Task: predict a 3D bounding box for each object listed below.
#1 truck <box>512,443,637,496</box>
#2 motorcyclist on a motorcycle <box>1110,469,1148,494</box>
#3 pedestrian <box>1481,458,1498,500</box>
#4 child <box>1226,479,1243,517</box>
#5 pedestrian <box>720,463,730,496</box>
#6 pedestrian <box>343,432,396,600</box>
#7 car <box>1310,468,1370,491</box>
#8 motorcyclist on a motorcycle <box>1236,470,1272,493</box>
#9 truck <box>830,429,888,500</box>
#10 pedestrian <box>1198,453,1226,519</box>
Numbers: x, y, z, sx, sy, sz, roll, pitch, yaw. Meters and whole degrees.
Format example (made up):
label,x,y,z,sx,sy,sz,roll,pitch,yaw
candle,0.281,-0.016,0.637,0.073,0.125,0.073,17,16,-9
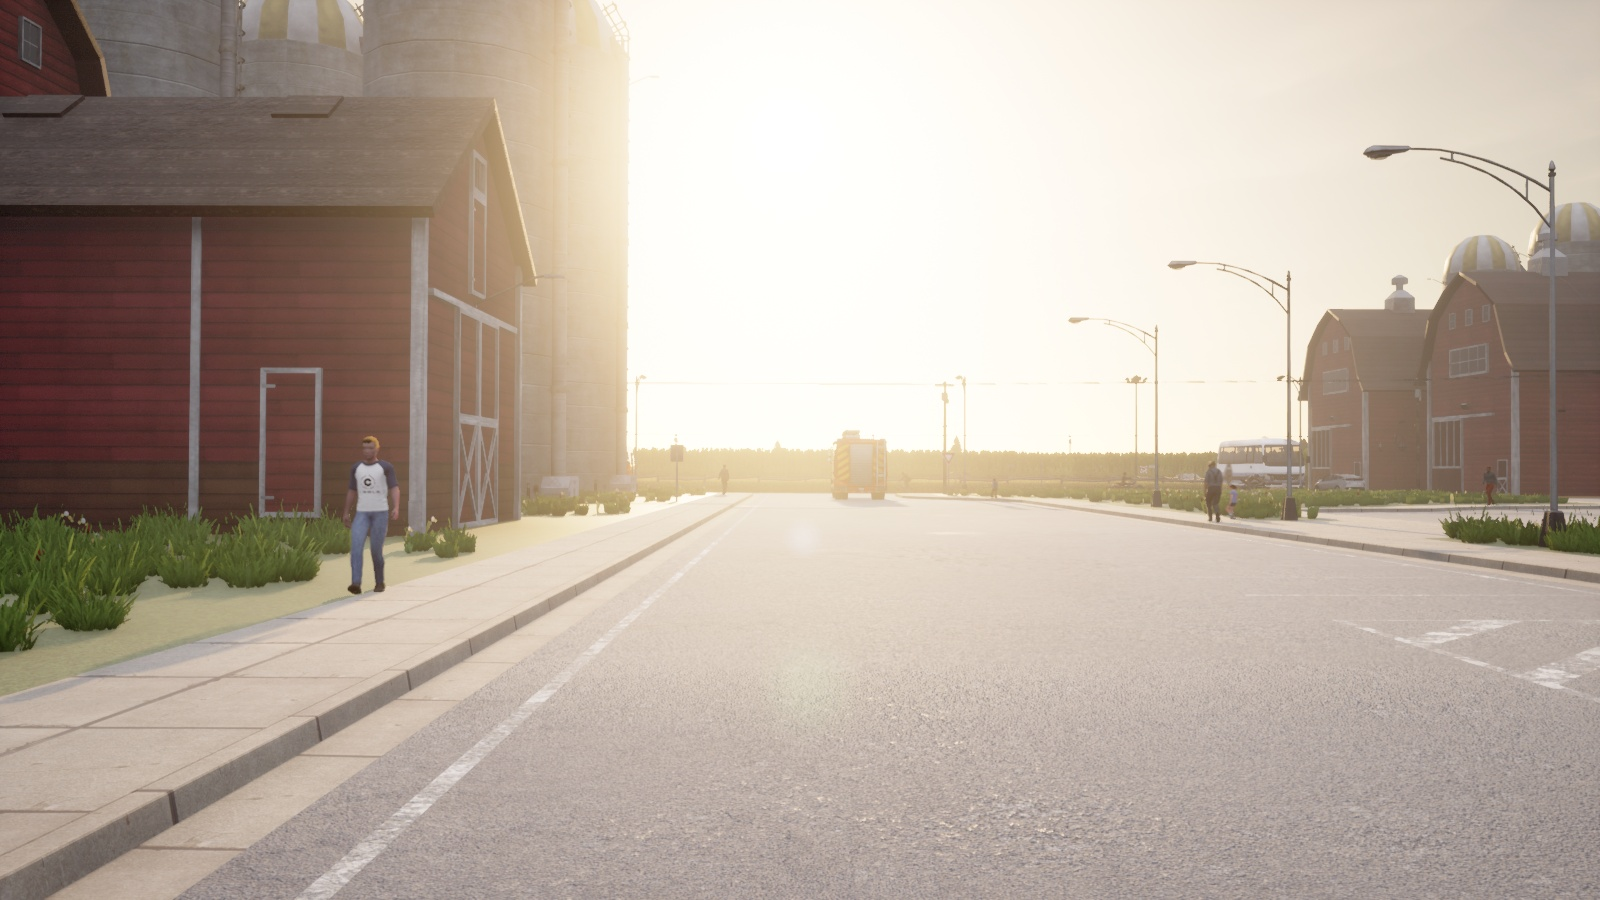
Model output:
label,x,y,z,sx,sy,sz,roll,pitch,yaw
truck,-15.133,1.313,84.626,7.936,3.462,2.891,0,-1,1
motorcyclist on a motorcycle,22.059,2.089,84.185,2.350,1.649,0.766,0,-1,1
pedestrian,30.347,1.276,55.261,0.614,1.847,0.353,0,-1,-29
child,13.019,1.429,37.616,0.255,1.110,0.394,0,-1,-35
pedestrian,-4.385,1.716,73.186,0.423,1.949,0.788,0,-1,8
pedestrian,-4.832,0.726,14.123,0.354,1.836,0.706,0,-1,-1
car,37.999,2.085,88.439,2.007,1.525,4.514,0,-1,-4
motorcyclist on a motorcycle,30.621,2.138,84.730,2.191,1.530,0.866,0,-1,-13
truck,3.311,0.849,72.259,2.891,3.827,8.468,0,-1,0
pedestrian,11.657,1.019,35.521,0.540,1.848,0.694,0,-1,0
